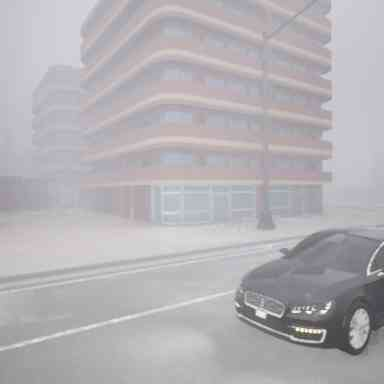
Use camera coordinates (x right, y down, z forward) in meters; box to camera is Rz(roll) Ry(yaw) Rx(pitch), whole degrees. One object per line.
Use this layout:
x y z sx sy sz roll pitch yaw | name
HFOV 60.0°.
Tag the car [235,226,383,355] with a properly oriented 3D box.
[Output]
2.947 1.443 6.086 4.892 1.490 1.837 -1 0 -35 | car
